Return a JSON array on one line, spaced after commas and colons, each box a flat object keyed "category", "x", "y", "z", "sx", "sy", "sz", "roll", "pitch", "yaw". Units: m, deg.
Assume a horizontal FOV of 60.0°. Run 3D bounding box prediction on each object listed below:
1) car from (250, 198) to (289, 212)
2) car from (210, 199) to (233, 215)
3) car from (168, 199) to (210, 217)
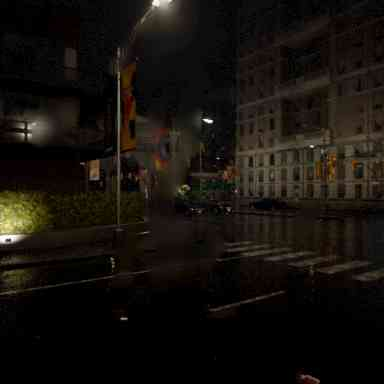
[{"category": "car", "x": 8.907, "y": 1.477, "z": 38.887, "sx": 1.882, "sy": 1.535, "sz": 5.008, "roll": 0, "pitch": 0, "yaw": -35}, {"category": "car", "x": 2.170, "y": 1.491, "z": 34.229, "sx": 2.128, "sy": 1.511, "sz": 4.902, "roll": 0, "pitch": 0, "yaw": -35}, {"category": "car", "x": -0.621, "y": 1.526, "z": 32.112, "sx": 1.812, "sy": 1.442, "sz": 4.674, "roll": 0, "pitch": 0, "yaw": -35}]
